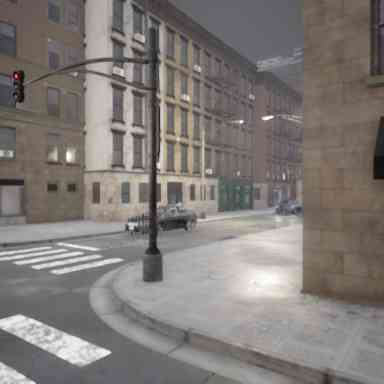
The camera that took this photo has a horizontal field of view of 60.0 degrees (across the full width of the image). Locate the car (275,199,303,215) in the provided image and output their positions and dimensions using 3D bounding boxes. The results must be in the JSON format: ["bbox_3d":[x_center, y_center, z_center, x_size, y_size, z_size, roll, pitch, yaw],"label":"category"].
[{"bbox_3d":[10.718,1.544,35.991,2.097,1.767,4.553,0,0,36],"label":"car"}]

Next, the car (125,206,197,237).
[{"bbox_3d":[-1.608,1.570,18.697,2.128,1.511,4.902,0,0,35],"label":"car"}]
